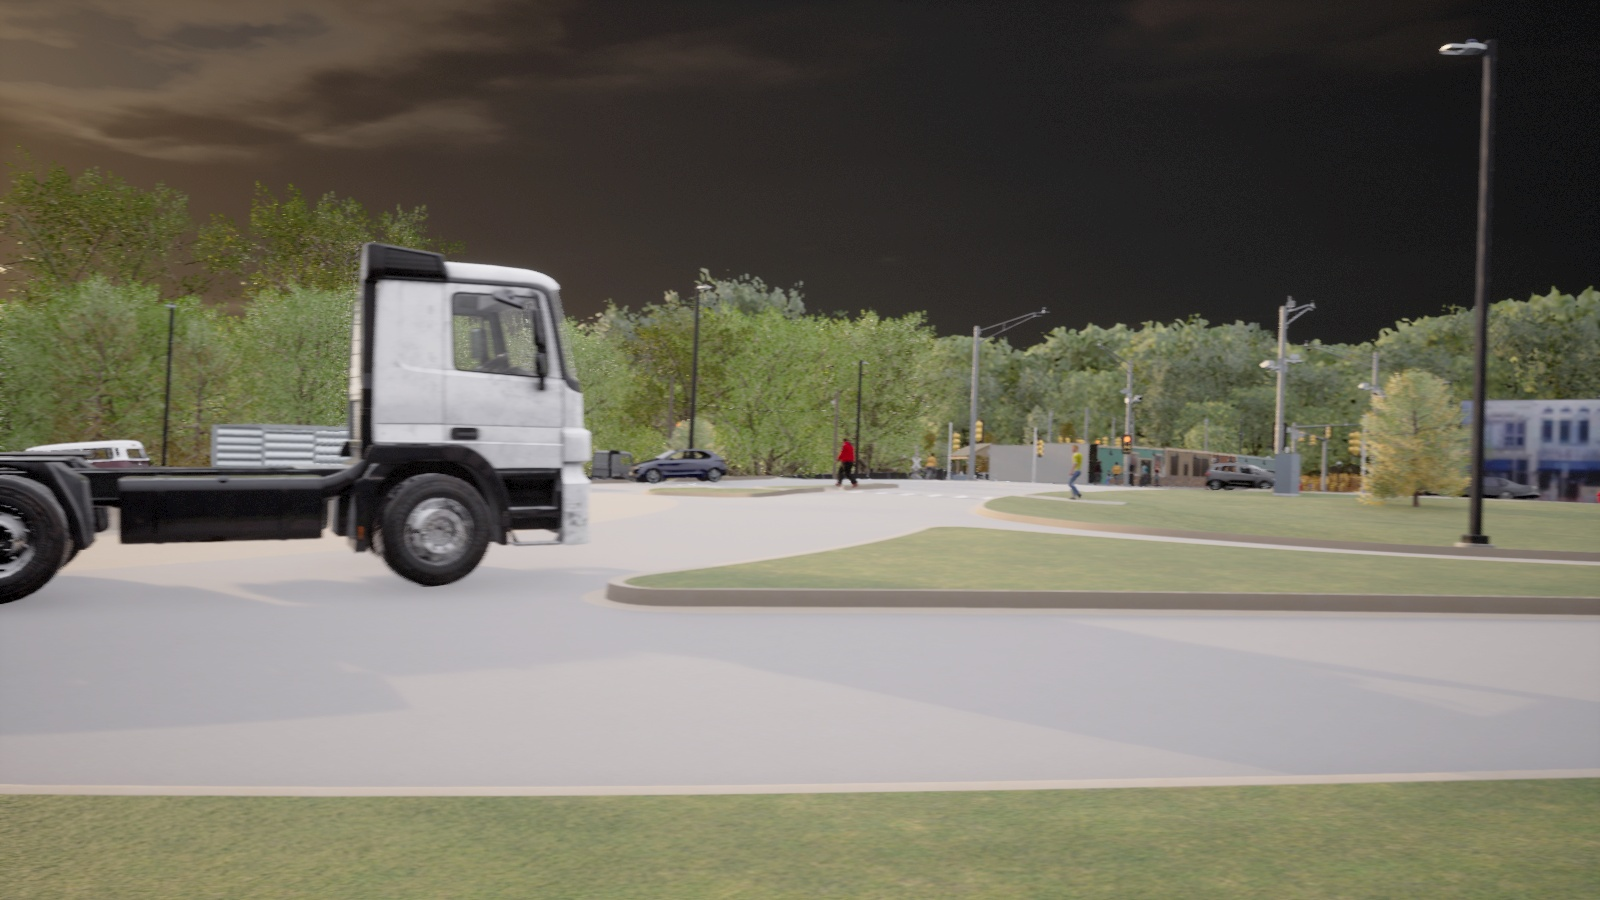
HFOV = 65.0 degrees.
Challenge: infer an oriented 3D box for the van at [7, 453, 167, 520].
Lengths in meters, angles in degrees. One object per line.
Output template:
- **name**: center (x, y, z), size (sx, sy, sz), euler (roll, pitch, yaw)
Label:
- **van**: center (-25.546, 1.290, 45.101), size (4.480, 2.038, 2.069), euler (-4, 0, 4)

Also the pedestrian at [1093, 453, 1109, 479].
- **pedestrian**: center (21.228, 1.131, 88.510), size (0.899, 1.844, 0.634), euler (0, -2, 38)

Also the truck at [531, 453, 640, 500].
- **truck**: center (-16.312, 1.983, 95.874), size (7.936, 3.462, 2.891), euler (0, 0, -44)

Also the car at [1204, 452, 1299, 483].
- **car**: center (25.993, 0.985, 72.375), size (4.611, 1.667, 2.242), euler (0, -2, 41)

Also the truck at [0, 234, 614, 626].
- **truck**: center (-6.223, -0.224, 13.089), size (7.936, 3.462, 2.891), euler (-1, 1, -25)

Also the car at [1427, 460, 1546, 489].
- **car**: center (37.194, 1.332, 68.134), size (5.357, 1.411, 2.033), euler (1, -1, 40)

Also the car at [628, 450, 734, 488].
- **car**: center (-5.187, 0.793, 54.658), size (4.193, 1.474, 1.816), euler (-2, 0, -23)

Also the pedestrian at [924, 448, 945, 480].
- **pedestrian**: center (8.099, 0.843, 75.721), size (0.874, 1.855, 0.900), euler (0, -2, 40)

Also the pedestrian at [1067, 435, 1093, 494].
- **pedestrian**: center (8.912, 0.459, 39.995), size (0.706, 1.836, 0.354), euler (0, -2, 33)

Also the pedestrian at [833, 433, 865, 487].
- **pedestrian**: center (1.717, 0.337, 43.602), size (0.899, 1.844, 0.634), euler (1, -1, 23)
